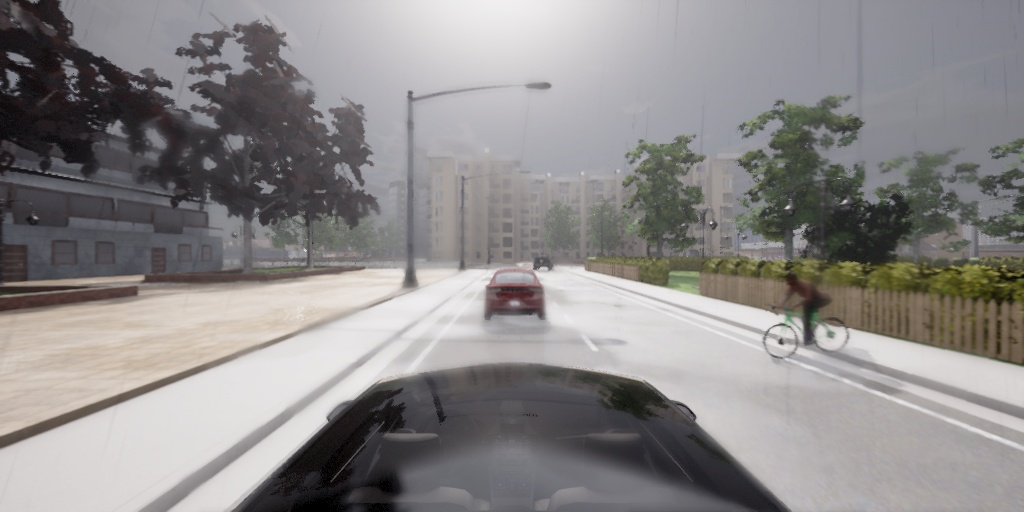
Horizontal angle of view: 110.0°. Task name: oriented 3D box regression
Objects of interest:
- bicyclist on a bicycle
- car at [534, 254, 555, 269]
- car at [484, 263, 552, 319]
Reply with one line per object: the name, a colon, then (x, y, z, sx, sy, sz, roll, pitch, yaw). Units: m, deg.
bicyclist on a bicycle: (5.533, 1.105, 6.809, 1.656, 1.620, 0.582, -7, 0, 0)
car: (4.222, 0.795, 46.748, 2.150, 2.045, 5.566, -1, 0, 12)
car: (0.091, 1.178, 12.532, 1.882, 1.535, 5.008, 0, 0, 0)
